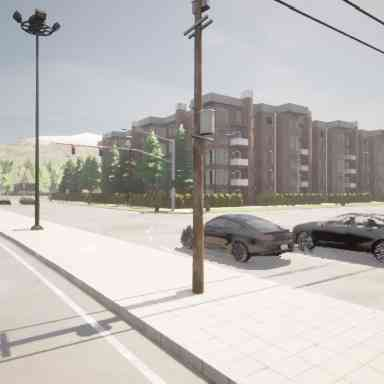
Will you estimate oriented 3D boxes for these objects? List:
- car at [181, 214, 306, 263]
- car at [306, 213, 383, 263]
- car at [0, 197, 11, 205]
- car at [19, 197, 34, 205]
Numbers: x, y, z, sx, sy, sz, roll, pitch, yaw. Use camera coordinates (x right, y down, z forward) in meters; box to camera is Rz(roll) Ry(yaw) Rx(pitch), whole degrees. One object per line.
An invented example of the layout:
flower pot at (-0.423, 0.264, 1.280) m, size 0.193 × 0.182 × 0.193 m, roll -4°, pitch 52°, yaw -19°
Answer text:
car at (1.464, 1.526, 12.055) m, size 1.812 × 1.442 × 4.674 m, roll 0°, pitch 0°, yaw -37°
car at (5.895, 1.491, 11.966) m, size 2.128 × 1.511 × 4.902 m, roll 0°, pitch 0°, yaw -36°
car at (-33.377, 1.601, 58.774) m, size 1.895 × 1.301 × 4.718 m, roll 0°, pitch 0°, yaw -36°
car at (-29.676, 1.564, 59.618) m, size 1.994 × 1.385 × 4.181 m, roll 0°, pitch 0°, yaw -36°
